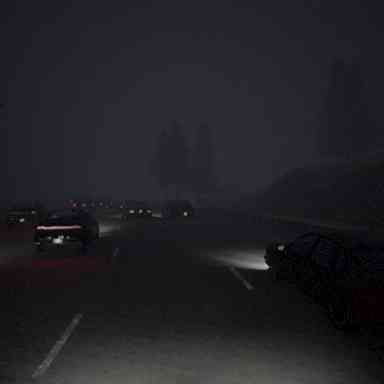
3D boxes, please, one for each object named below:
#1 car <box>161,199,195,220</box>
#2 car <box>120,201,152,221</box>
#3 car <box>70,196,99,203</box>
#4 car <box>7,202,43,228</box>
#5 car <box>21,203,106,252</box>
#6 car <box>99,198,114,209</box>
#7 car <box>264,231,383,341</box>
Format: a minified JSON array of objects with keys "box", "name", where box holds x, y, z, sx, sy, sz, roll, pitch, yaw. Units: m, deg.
[{"box":[-1.226,1.360,27.076,1.837,1.490,4.892,0,0,-18],"name":"car"},{"box":[-4.417,1.418,25.868,2.033,1.411,5.357,0,0,-18],"name":"car"},{"box":[-10.590,1.206,32.031,2.097,1.767,4.553,0,0,-23],"name":"car"},{"box":[-10.386,1.404,21.342,2.128,1.511,4.902,0,0,-16],"name":"car"},{"box":[-4.986,1.430,13.700,2.128,1.511,4.902,0,0,-10],"name":"car"},{"box":[-11.147,1.408,41.052,1.895,1.301,4.718,0,0,-29],"name":"car"},{"box":[3.074,1.502,6.714,2.033,1.411,5.357,0,0,-5],"name":"car"}]
